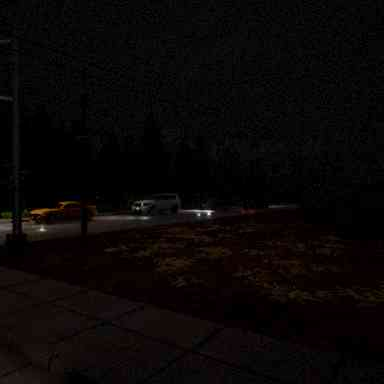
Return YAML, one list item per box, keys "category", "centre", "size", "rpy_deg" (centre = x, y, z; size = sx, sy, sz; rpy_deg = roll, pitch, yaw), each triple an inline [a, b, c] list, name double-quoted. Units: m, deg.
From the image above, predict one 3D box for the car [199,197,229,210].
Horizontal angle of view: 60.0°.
- category: "car"
  centre: [2.781, 1.404, 41.584]
  size: [1.837, 1.490, 4.892]
  rpy_deg: [0, 0, 37]

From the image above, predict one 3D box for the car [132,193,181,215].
- category: "car"
  centre: [-3.434, 1.175, 33.221]
  size: [2.150, 2.045, 5.566]
  rpy_deg: [0, 0, 36]

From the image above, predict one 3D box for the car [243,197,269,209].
- category: "car"
  centre: [8.305, 1.359, 42.856]
  size: [2.128, 1.511, 4.902]
  rpy_deg: [0, 0, 37]

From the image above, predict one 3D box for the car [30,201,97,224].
- category: "car"
  centre: [-9.541, 1.485, 24.975]
  size: [1.882, 1.535, 5.008]
  rpy_deg: [0, 0, 37]
